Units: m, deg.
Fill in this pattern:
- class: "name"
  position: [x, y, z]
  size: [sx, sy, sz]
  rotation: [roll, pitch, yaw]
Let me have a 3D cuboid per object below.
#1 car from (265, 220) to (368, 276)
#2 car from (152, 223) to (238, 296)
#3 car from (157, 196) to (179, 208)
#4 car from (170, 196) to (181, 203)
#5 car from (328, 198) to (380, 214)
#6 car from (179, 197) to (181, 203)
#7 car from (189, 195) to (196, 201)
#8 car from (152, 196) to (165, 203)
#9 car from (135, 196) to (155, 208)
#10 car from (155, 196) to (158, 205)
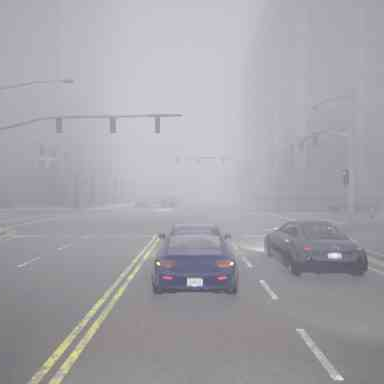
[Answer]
- class: "car"
  position: [3.590, 1.566, 10.337]
  size: [1.994, 1.385, 4.181]
  rotation: [0, 0, 0]
- class: "car"
  position: [0.076, 1.527, 8.555]
  size: [1.812, 1.442, 4.674]
  rotation: [0, 0, 1]
- class: "car"
  position: [-3.515, 1.501, 49.609]
  size: [2.128, 1.511, 4.902]
  rotation: [0, 0, 0]
- class: "car"
  position: [-3.387, 1.578, 69.204]
  size: [1.994, 1.385, 4.181]
  rotation: [0, 0, 0]
- class: "car"
  position: [16.762, 1.429, 34.461]
  size: [5.008, 1.535, 1.882]
  rotation: [0, 0, 0]
- class: "car"
  position: [-3.479, 1.489, 59.201]
  size: [1.882, 1.535, 5.008]
  rotation: [0, 0, 0]
- class: "car"
  position: [0.140, 1.570, 85.760]
  size: [1.994, 1.385, 4.181]
  rotation: [0, 0, 0]
- class: "car"
  position: [-6.892, 1.561, 68.582]
  size: [2.033, 1.411, 5.357]
  rotation: [0, 0, 0]
- class: "car"
  position: [-7.019, 1.557, 48.401]
  size: [2.033, 1.411, 5.357]
  rotation: [0, 0, 0]
- class: "car"
  position: [-6.987, 1.516, 58.135]
  size: [1.837, 1.490, 4.892]
  rotation: [0, 0, 0]
